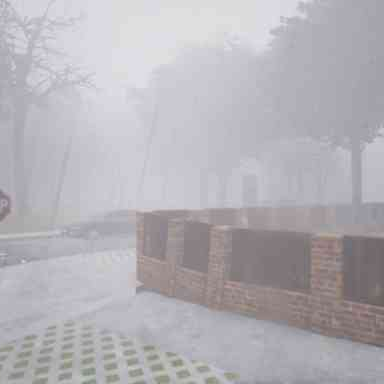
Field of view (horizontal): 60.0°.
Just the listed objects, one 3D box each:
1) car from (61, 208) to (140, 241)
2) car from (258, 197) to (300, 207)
[{"bbox_3d":[-4.286,1.615,17.383,4.892,1.490,1.837,0,-1,-44],"label":"car"},{"bbox_3d":[7.177,1.472,28.298,5.566,2.045,2.150,1,-1,-44],"label":"car"}]
